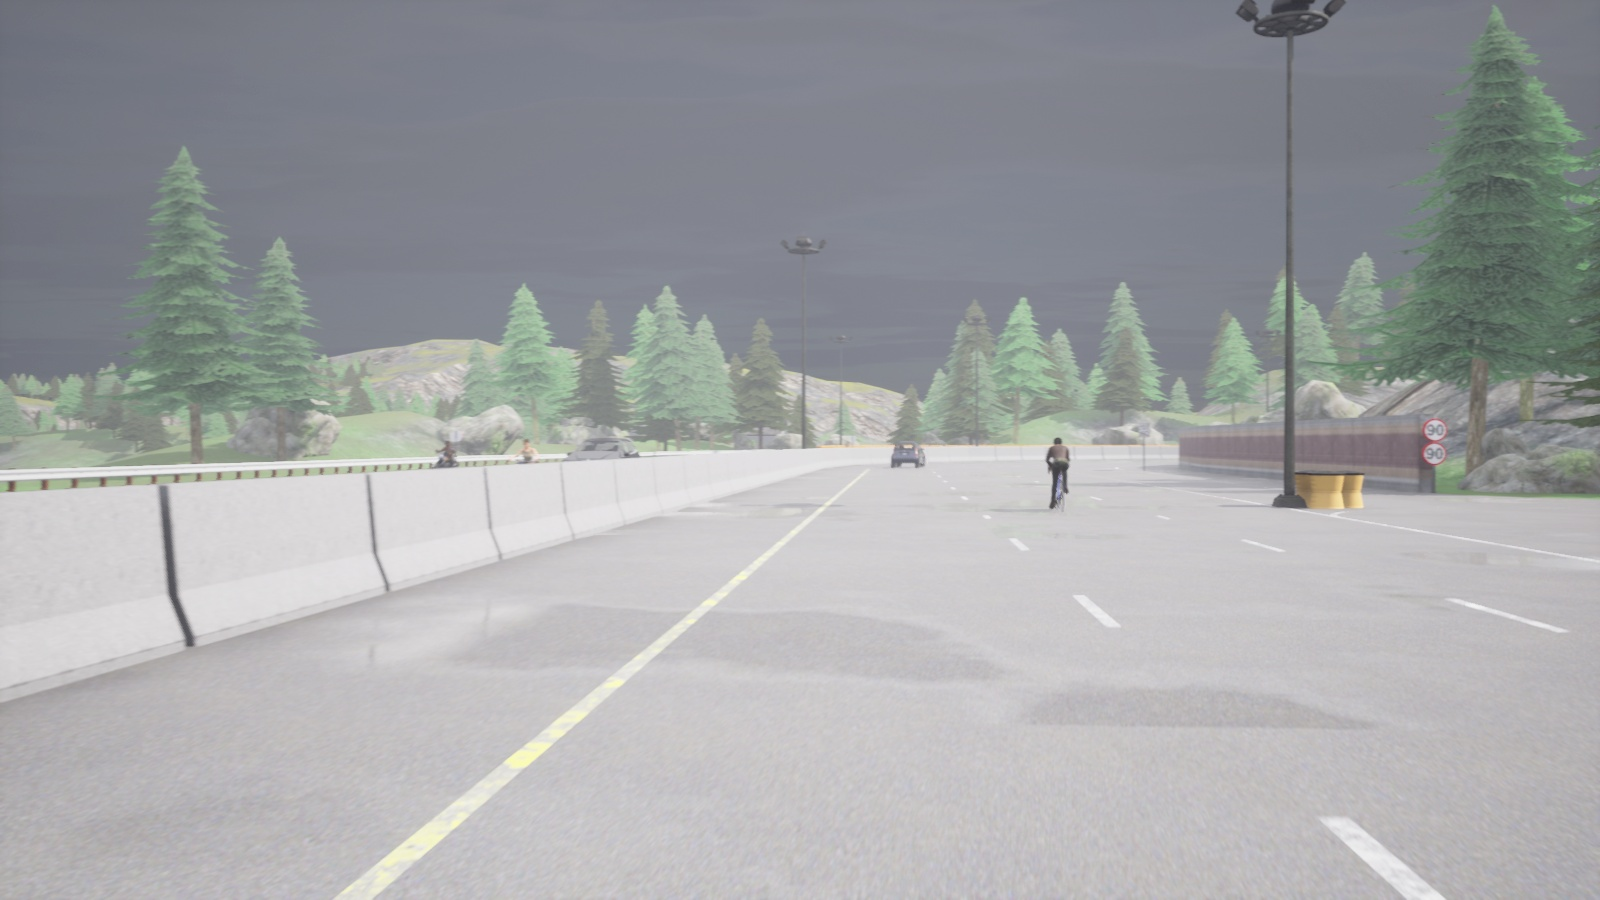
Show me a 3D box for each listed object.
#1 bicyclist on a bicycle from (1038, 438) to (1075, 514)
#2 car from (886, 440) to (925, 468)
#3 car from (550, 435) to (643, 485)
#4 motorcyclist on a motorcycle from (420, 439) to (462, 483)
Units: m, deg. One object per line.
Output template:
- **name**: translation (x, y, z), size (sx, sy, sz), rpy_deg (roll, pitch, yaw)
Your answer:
- **bicyclist on a bicycle**: translation (5.652, 0.551, 27.738), size (0.582, 1.620, 1.656), rpy_deg (0, 0, 4)
- **car**: translation (6.479, 0.222, 76.490), size (1.851, 1.617, 3.988), rpy_deg (0, 0, 12)
- **car**: translation (-7.104, 0.330, 44.358), size (2.242, 1.667, 4.611), rpy_deg (0, 0, 4)
- **motorcyclist on a motorcycle**: translation (-13.813, 0.403, 48.409), size (0.766, 1.649, 2.350), rpy_deg (0, 1, 4)
